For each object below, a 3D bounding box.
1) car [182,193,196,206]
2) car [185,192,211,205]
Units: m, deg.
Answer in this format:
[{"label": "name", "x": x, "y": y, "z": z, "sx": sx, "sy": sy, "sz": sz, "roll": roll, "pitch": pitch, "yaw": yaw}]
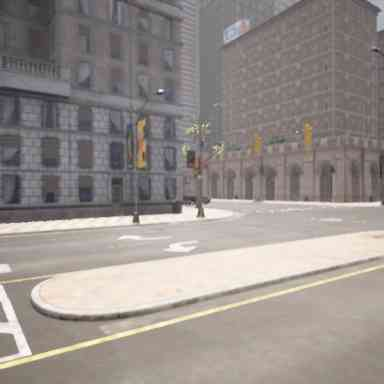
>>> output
[{"label": "car", "x": -1.992, "y": 1.260, "z": 50.298, "sx": 1.882, "sy": 1.535, "sz": 5.008, "roll": -1, "pitch": 0, "yaw": -34}, {"label": "car", "x": 0.644, "y": 0.976, "z": 52.636, "sx": 2.150, "sy": 2.045, "sz": 5.566, "roll": -1, "pitch": 0, "yaw": -34}]
